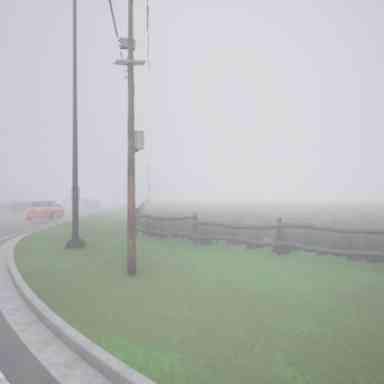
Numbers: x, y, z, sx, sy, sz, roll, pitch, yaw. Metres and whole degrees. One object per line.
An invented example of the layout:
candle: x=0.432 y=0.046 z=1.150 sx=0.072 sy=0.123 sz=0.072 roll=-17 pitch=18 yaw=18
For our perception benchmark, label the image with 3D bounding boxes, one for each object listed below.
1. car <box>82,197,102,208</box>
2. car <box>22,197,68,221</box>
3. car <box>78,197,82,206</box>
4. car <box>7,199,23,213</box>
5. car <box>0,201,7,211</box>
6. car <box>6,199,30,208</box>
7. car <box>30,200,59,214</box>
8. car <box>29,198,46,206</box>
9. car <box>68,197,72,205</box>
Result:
car: x=-15.857 y=1.852 z=53.943 sx=2.128 sy=1.511 sz=4.902 roll=0 pitch=0 yaw=-7
car: x=-12.978 y=1.571 z=29.721 sx=2.097 sy=1.767 sz=4.553 roll=0 pitch=0 yaw=-7
car: x=-20.581 y=1.788 z=64.042 sx=2.097 sy=1.767 sz=4.553 roll=0 pitch=0 yaw=-7
car: x=-21.624 y=1.811 z=43.164 sx=1.882 sy=1.535 sz=5.008 roll=0 pitch=0 yaw=-7
car: x=-25.711 y=1.925 z=47.891 sx=2.033 sy=1.411 sz=5.357 roll=0 pitch=0 yaw=-7
car: x=-30.499 y=1.949 z=58.517 sx=2.128 sy=1.511 sz=4.902 roll=0 pitch=0 yaw=-7
car: x=-17.768 y=1.805 z=40.364 sx=1.837 sy=1.490 sz=4.892 roll=0 pitch=0 yaw=-7
car: x=-31.809 y=2.041 z=68.703 sx=1.812 sy=1.442 sz=4.674 roll=0 pitch=0 yaw=-7
car: x=-24.688 y=1.833 z=68.161 sx=2.097 sy=1.767 sz=4.553 roll=0 pitch=0 yaw=-7
